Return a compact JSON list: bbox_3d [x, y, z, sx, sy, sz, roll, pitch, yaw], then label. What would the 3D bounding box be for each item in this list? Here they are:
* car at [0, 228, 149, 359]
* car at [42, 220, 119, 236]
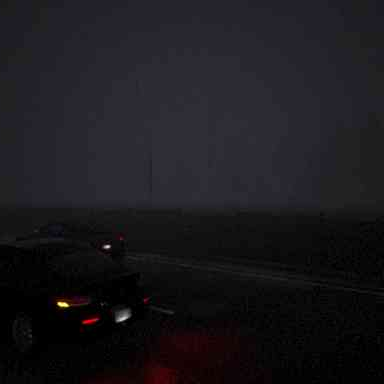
[{"bbox_3d":[-2.842,1.581,6.020,4.674,1.442,1.812,0,0,35],"label":"car"},{"bbox_3d":[-4.204,1.660,11.288,4.181,1.385,1.994,-1,0,35],"label":"car"}]
